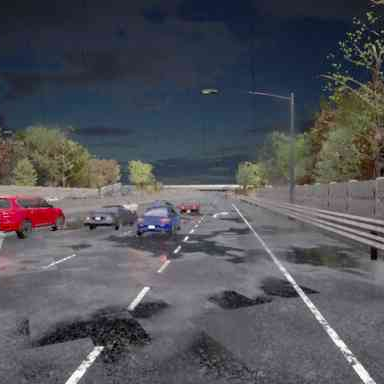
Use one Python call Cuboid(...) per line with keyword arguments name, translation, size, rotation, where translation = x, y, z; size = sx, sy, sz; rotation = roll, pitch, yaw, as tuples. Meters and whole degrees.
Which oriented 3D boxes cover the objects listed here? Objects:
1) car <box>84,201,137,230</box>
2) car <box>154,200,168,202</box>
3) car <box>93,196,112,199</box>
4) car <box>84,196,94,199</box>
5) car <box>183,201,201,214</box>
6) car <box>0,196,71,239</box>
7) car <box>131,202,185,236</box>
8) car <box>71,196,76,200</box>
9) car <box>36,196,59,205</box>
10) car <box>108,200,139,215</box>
Cuboid(name="car", translation=(-4.976, 1.547, 21.064), size=(2.033, 1.411, 5.357), rotation=(0, 0, 6))
Cuboid(name="car", translation=(-3.439, 1.567, 37.262), size=(1.994, 1.385, 4.181), rotation=(0, 0, 6))
Cuboid(name="car", translation=(-15.464, 1.578, 60.492), size=(2.033, 1.411, 5.357), rotation=(0, 0, 6))
Cuboid(name="car", translation=(-18.828, 1.525, 61.958), size=(2.128, 1.511, 4.902), rotation=(0, 0, 6))
Cuboid(name="car", translation=(-0.101, 1.604, 35.357), size=(1.895, 1.301, 4.718), rotation=(0, 0, 5))
Cuboid(name="car", translation=(-8.822, 1.217, 17.509), size=(2.150, 2.045, 5.566), rotation=(0, -1, 5))
Cuboid(name="car", translation=(-1.716, 1.526, 18.301), size=(1.812, 1.442, 4.674), rotation=(0, 0, 5))
Cuboid(name="car", translation=(-22.550, 1.520, 59.829), size=(2.128, 1.511, 4.902), rotation=(0, 0, 6))
Cuboid(name="car", translation=(-26.020, 1.554, 60.144), size=(1.812, 1.442, 4.674), rotation=(0, 0, 6))
Cuboid(name="car", translation=(-7.146, 1.604, 35.235), size=(1.895, 1.301, 4.718), rotation=(0, 0, 5))
